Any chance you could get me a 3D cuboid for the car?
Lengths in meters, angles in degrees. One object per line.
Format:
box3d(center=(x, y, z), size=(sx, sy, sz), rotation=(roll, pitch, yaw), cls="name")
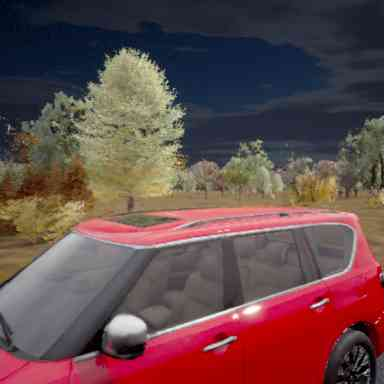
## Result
box3d(center=(-0.314, 1.216, 3.142), size=(5.566, 2.045, 2.150), rotation=(-1, 0, -35), cls="car")
